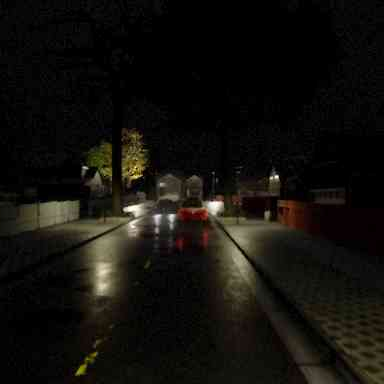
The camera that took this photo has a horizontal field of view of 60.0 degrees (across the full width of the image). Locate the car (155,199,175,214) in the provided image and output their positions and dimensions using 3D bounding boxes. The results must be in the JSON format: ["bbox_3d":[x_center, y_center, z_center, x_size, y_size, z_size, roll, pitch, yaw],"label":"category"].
[{"bbox_3d":[-2.854,1.532,36.239,1.837,1.490,4.892,0,0,0],"label":"car"}]

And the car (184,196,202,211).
[{"bbox_3d":[0.088,1.382,41.069,2.097,1.767,4.553,0,0,0],"label":"car"}]

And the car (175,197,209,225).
[{"bbox_3d":[0.089,1.372,24.335,2.097,1.767,4.553,0,0,0],"label":"car"}]
